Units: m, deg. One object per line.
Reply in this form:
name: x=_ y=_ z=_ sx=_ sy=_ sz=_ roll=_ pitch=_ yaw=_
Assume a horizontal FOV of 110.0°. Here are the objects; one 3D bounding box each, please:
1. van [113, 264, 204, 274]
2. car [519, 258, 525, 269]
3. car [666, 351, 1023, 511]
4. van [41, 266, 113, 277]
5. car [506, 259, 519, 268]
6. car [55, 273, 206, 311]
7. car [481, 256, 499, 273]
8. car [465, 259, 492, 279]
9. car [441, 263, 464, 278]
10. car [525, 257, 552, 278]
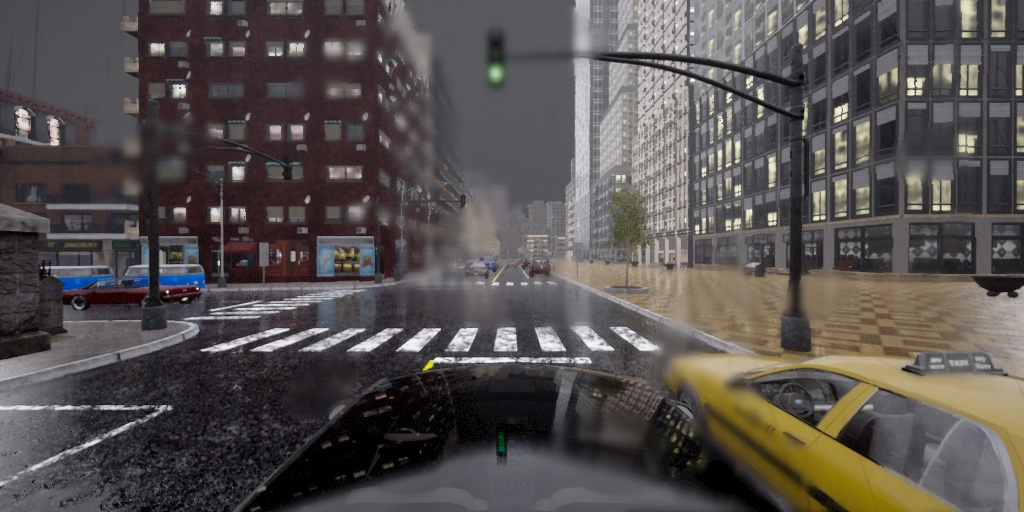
van: x=-20.764 y=1.401 z=21.451 sx=3.998 sy=1.789 sz=1.690 roll=0 pitch=0 yaw=-1
car: x=2.698 y=1.127 z=56.793 sx=2.192 sy=1.841 sz=5.009 roll=0 pitch=0 yaw=0
car: x=2.689 y=1.276 z=2.446 sx=1.751 sy=1.417 sz=4.829 roll=0 pitch=0 yaw=0
van: x=-26.302 y=1.491 z=21.402 sx=3.998 sy=1.789 sz=1.690 roll=0 pitch=0 yaw=-1
car: x=0.008 y=1.318 z=63.465 sx=2.128 sy=1.511 sz=4.902 roll=0 pitch=0 yaw=0
car: x=-16.546 y=1.610 z=15.698 sx=4.718 sy=1.301 sz=1.895 roll=-1 pitch=0 yaw=-1
car: x=-3.094 y=1.014 z=45.737 sx=2.150 sy=2.045 sz=5.566 roll=0 pitch=0 yaw=0
car: x=-3.100 y=1.300 z=33.181 sx=1.812 sy=1.442 sz=4.674 roll=0 pitch=0 yaw=-2
car: x=-5.686 y=1.327 z=34.689 sx=2.007 sy=1.370 sz=4.403 roll=0 pitch=0 yaw=0
car: x=2.694 y=1.091 z=34.688 sx=2.192 sy=1.841 sz=5.009 roll=0 pitch=0 yaw=0
